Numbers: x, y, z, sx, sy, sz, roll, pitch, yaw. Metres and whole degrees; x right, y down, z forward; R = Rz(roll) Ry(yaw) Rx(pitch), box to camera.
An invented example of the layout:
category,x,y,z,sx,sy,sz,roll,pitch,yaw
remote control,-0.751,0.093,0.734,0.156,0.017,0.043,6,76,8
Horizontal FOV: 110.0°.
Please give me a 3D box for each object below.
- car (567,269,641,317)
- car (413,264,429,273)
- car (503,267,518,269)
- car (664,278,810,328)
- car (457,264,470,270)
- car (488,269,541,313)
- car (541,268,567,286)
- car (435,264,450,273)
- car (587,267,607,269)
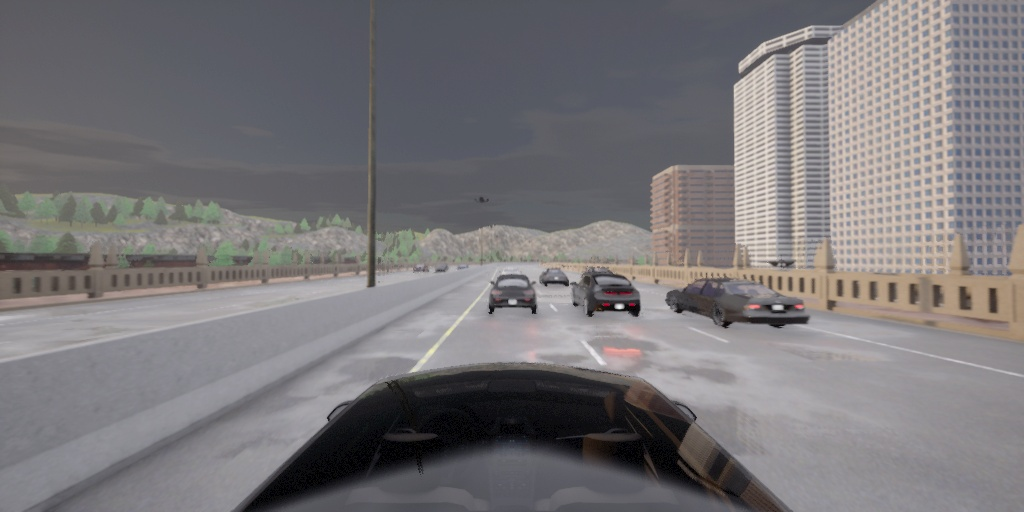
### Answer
category,x,y,z,sx,sy,sz,roll,pitch,yaw
car,3.539,1.428,14.153,1.837,1.490,4.892,0,0,1
car,-15.065,2.077,59.507,1.812,1.442,4.674,0,-1,-1
car,-0.132,1.665,29.845,1.812,1.442,4.674,0,-1,-1
car,7.018,1.439,11.955,2.033,1.411,5.357,0,-1,0
car,-8.075,2.081,59.836,1.812,1.442,4.674,0,-1,-1
car,0.045,1.457,14.820,1.812,1.442,4.674,0,-1,0
car,3.374,1.698,29.405,1.994,1.385,4.181,0,-1,-1
car,-11.575,2.058,59.731,1.837,1.490,4.892,0,0,-1
car,6.876,1.624,29.298,2.128,1.511,4.902,0,-1,-1
